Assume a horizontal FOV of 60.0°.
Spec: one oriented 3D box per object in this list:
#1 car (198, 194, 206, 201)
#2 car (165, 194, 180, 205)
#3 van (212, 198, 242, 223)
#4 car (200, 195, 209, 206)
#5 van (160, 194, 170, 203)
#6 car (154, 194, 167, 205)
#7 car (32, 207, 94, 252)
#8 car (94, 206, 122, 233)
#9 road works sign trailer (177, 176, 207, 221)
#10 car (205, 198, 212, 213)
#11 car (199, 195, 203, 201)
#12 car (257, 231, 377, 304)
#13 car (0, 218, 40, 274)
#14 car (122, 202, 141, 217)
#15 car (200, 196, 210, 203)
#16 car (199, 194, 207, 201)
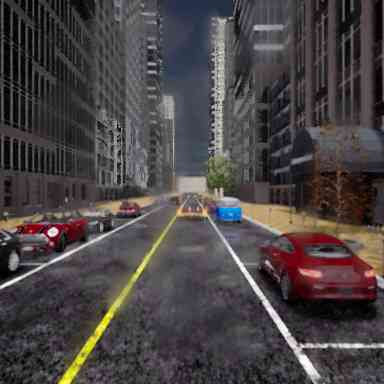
[{"bbox_3d":[2.684,1.388,87.576,1.967,1.590,4.097,0,0,0],"label":"car"},{"bbox_3d":[-3.062,1.496,57.825,1.837,1.490,4.892,0,0,1],"label":"car"},{"bbox_3d":[2.688,1.342,24.960,1.690,1.788,3.998,0,0,0],"label":"van"},{"bbox_3d":[2.686,1.576,53.421,1.802,1.307,4.206,0,0,0],"label":"car"},{"bbox_3d":[-5.695,1.320,70.502,1.690,1.788,3.998,0,0,0],"label":"van"},{"bbox_3d":[-5.695,1.542,59.117,2.008,1.369,4.403,0,0,0],"label":"car"},{"bbox_3d":[-5.692,1.444,13.577,1.967,1.590,4.097,0,0,0],"label":"car"},{"bbox_3d":[-5.692,1.553,19.269,2.008,1.369,4.403,0,0,0],"label":"car"},{"bbox_3d":[-0.002,0.465,26.978,2.380,3.560,2.880,0,0,0],"label":"road works sign trailer"},{"bbox_3d":[2.687,1.580,36.344,1.802,1.307,4.206,0,0,0],"label":"car"},{"bbox_3d":[2.686,1.536,64.806,2.008,1.369,4.403,0,0,0],"label":"car"},{"bbox_3d":[2.689,1.586,7.883,1.802,1.307,4.206,0,0,0],"label":"car"},{"bbox_3d":[-5.692,1.555,7.884,2.008,1.369,4.403,0,0,0],"label":"car"},{"bbox_3d":[-5.693,1.582,30.654,1.802,1.307,4.206,0,0,0],"label":"car"},{"bbox_3d":[2.685,1.529,70.499,2.008,1.369,4.403,0,0,0],"label":"car"},{"bbox_3d":[2.685,1.399,81.884,1.967,1.590,4.097,0,0,0],"label":"car"}]
